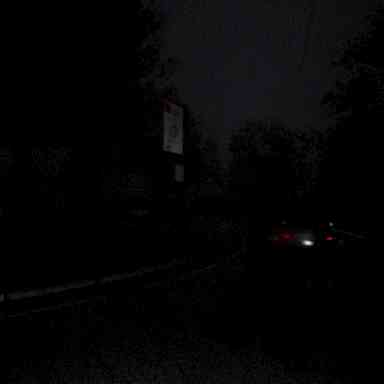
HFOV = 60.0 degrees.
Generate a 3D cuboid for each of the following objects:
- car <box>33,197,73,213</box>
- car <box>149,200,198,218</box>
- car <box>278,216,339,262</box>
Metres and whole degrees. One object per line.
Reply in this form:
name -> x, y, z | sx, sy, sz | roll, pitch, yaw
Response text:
car -> -14.512, 1.258, 33.449 | 4.902, 1.511, 2.128 | 1, 0, -8
car -> -1.788, 1.459, 30.711 | 5.008, 1.535, 1.882 | 0, 0, 38
car -> 4.337, 1.615, 12.564 | 1.994, 1.385, 4.181 | 1, 0, 18
